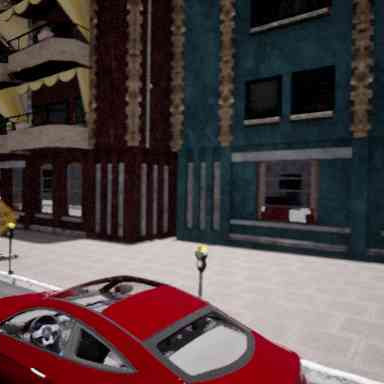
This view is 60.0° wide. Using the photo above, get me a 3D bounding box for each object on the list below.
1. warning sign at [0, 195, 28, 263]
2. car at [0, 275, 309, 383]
[{"bbox_3d":[-5.675,1.028,9.632,1.060,1.860,1.300,1,0,35],"label":"warning sign"},{"bbox_3d":[-0.957,1.558,3.386,4.206,1.307,1.802,1,1,35],"label":"car"}]
